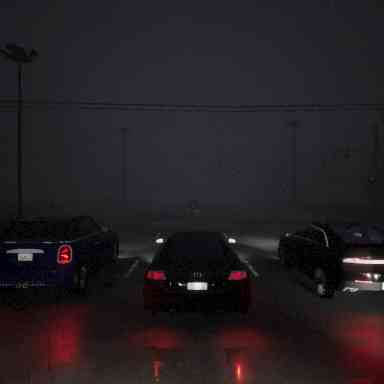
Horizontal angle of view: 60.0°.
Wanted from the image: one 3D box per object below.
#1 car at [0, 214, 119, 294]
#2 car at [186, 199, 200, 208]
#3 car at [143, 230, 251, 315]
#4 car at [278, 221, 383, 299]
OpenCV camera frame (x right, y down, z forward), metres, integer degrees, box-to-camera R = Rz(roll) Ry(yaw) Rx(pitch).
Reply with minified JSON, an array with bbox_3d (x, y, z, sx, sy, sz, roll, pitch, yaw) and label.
[{"bbox_3d":[-3.406,1.352,8.929,2.097,1.767,4.553,0,0,0],"label":"car"},{"bbox_3d":[0.078,1.601,46.410,1.895,1.301,4.718,0,0,0],"label":"car"},{"bbox_3d":[0.092,1.564,7.636,1.994,1.385,4.181,0,0,0],"label":"car"},{"bbox_3d":[3.595,1.492,8.447,2.128,1.511,4.902,0,0,0],"label":"car"}]
